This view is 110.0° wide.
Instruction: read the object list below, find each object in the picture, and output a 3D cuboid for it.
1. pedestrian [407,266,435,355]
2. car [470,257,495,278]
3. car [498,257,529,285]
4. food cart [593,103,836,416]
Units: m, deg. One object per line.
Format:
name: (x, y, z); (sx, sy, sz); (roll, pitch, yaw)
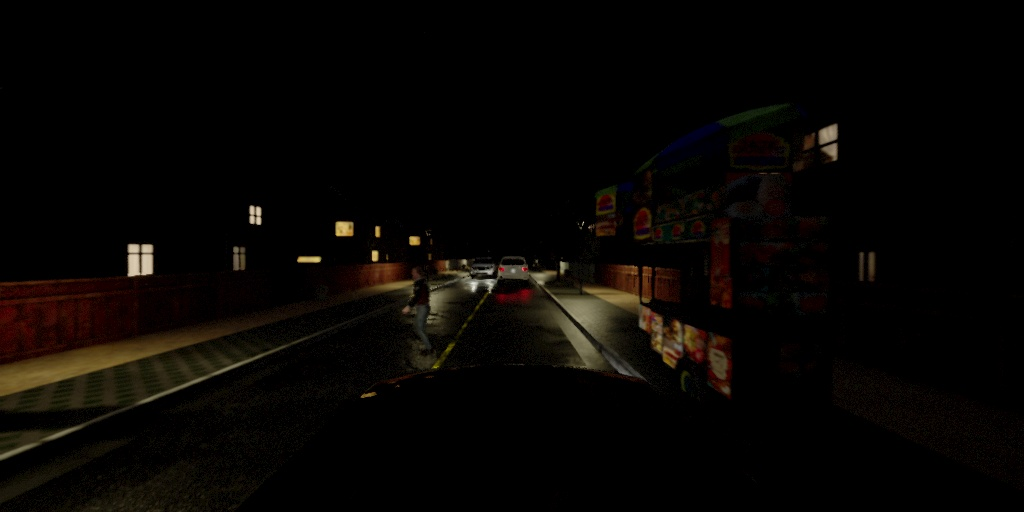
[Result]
pedestrian: (-1.854, 1.070, 7.311); (0.375, 1.860, 0.375); (-1, 0, -3)
car: (-2.831, 1.112, 35.880); (2.150, 2.045, 5.566); (0, 0, 0)
car: (0.093, 1.079, 27.141); (2.150, 2.045, 5.566); (0, 0, 0)
food cart: (3.012, 0.234, 5.922); (2.280, 3.560, 4.660); (0, 0, 0)
